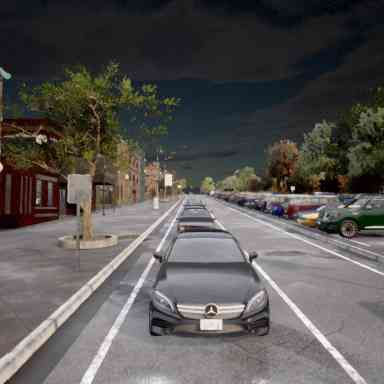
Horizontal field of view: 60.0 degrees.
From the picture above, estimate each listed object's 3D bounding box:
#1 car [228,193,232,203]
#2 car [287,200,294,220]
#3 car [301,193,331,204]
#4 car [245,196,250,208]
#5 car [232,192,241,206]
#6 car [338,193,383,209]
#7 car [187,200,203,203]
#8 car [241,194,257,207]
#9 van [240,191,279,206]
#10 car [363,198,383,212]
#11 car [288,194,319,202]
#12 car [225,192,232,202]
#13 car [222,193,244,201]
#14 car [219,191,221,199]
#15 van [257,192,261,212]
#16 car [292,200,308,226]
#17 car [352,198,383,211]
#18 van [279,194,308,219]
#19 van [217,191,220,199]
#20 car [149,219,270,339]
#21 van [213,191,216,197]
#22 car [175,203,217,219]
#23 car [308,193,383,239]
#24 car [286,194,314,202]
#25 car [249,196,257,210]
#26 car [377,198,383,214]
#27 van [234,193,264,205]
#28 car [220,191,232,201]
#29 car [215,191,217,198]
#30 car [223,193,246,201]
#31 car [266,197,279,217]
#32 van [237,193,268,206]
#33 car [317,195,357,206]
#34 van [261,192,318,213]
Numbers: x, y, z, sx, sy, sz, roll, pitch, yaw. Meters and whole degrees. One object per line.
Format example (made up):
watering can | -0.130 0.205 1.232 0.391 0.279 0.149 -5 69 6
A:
car | 9.011 1.290 56.261 4.892 1.521 2.231 0 1 0
car | 9.250 1.506 22.613 4.674 1.452 2.002 0 0 0
car | 22.106 1.135 59.606 4.553 1.767 2.185 0 1 0
car | 9.130 1.465 39.439 4.674 1.452 2.002 0 0 0
car | 9.047 1.113 47.848 5.566 2.045 2.435 0 1 0
car | 22.160 1.153 42.950 5.566 2.045 2.435 0 0 0
car | 0.228 1.442 29.830 2.128 1.511 4.902 0 0 0
car | 9.120 1.409 42.242 4.892 1.521 2.231 0 0 0
van | 9.211 1.163 45.049 4.442 1.987 1.878 0 0 0
car | 22.197 1.468 37.394 4.792 1.488 2.163 0 0 0
car | 21.852 1.209 65.156 5.366 1.575 1.946 0 0 0
car | 8.977 1.280 61.867 4.674 1.452 2.002 0 1 0
car | 8.872 1.014 73.078 4.553 1.767 2.185 0 1 0
car | 8.913 0.938 67.471 5.566 2.045 2.435 0 1 0
van | 9.287 1.222 33.829 4.442 1.987 1.878 0 0 0
car | 9.081 1.466 19.809 5.366 1.575 1.946 0 0 0
car | 22.236 1.452 40.177 4.792 1.488 2.163 0 0 0
van | 9.345 1.237 25.417 4.442 1.987 1.878 0 0 0
van | 8.748 0.864 78.683 4.442 1.987 1.878 0 1 0
car | 0.255 1.524 6.803 1.812 1.442 4.674 0 0 0
van | 8.672 0.764 89.895 4.442 1.987 1.878 0 1 0
car | 0.198 1.532 17.382 2.033 1.411 5.357 0 0 0
car | 9.257 1.221 17.006 5.566 2.045 2.435 0 0 0
car | 22.024 1.188 67.934 4.892 1.521 2.231 0 1 0
car | 9.181 1.470 36.632 4.792 1.488 2.163 0 0 0
car | 22.430 1.444 34.623 5.366 1.575 1.946 0 0 0
van | 9.154 1.089 53.456 4.442 1.987 1.878 0 1 0
car | 8.932 0.963 64.668 5.566 2.045 2.435 0 1 0
car | 8.841 1.065 81.489 5.008 1.535 2.097 0 1 0
car | 8.891 1.039 70.275 4.553 1.767 2.185 0 1 0
car | 9.203 1.460 28.220 5.008 1.535 2.097 0 0 0
van | 9.173 1.113 50.653 4.442 1.987 1.878 0 1 0
car | 22.318 1.332 51.280 5.366 1.575 1.946 0 1 0
van | 9.073 1.230 31.026 4.442 1.987 1.878 0 0 0
